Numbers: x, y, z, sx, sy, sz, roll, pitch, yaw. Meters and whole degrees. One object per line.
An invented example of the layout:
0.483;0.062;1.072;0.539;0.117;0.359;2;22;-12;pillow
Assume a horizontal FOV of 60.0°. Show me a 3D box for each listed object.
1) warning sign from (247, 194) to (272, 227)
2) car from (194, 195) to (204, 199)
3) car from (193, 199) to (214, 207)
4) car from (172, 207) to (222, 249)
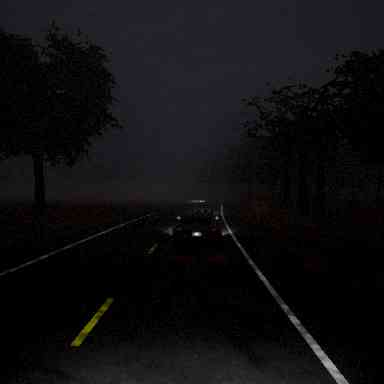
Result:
4.039;1.100;19.955;1.300;1.860;1.060;2;2;3;warning sign
1.664;1.304;77.677;1.994;1.385;4.181;0;0;5;car
0.999;1.581;29.523;1.895;1.301;4.718;0;0;4;car
0.250;1.561;14.567;1.994;1.385;4.181;0;0;2;car
